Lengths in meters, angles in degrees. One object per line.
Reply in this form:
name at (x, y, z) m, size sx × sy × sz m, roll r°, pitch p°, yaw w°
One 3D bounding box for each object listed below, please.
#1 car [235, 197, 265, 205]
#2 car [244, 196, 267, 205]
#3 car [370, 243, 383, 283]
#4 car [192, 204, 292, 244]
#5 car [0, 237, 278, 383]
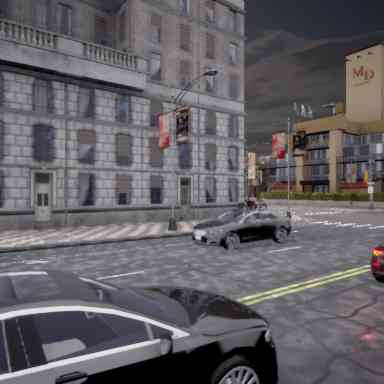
car at (10.198, 1.560, 58.898) m, size 2.033 × 1.411 × 5.357 m, roll 0°, pitch 0°, yaw -37°
car at (7.520, 1.361, 42.870) m, size 2.097 × 1.767 × 4.553 m, roll 0°, pitch 0°, yaw -36°
car at (6.268, 1.529, 8.351) m, size 4.674 × 1.442 × 1.812 m, roll 0°, pitch 0°, yaw -36°
car at (2.224, 1.494, 14.274) m, size 4.902 × 1.511 × 2.128 m, roll 0°, pitch 0°, yaw -36°
car at (-1.327, 1.492, 2.917) m, size 4.902 × 1.511 × 2.128 m, roll 0°, pitch 0°, yaw -34°
